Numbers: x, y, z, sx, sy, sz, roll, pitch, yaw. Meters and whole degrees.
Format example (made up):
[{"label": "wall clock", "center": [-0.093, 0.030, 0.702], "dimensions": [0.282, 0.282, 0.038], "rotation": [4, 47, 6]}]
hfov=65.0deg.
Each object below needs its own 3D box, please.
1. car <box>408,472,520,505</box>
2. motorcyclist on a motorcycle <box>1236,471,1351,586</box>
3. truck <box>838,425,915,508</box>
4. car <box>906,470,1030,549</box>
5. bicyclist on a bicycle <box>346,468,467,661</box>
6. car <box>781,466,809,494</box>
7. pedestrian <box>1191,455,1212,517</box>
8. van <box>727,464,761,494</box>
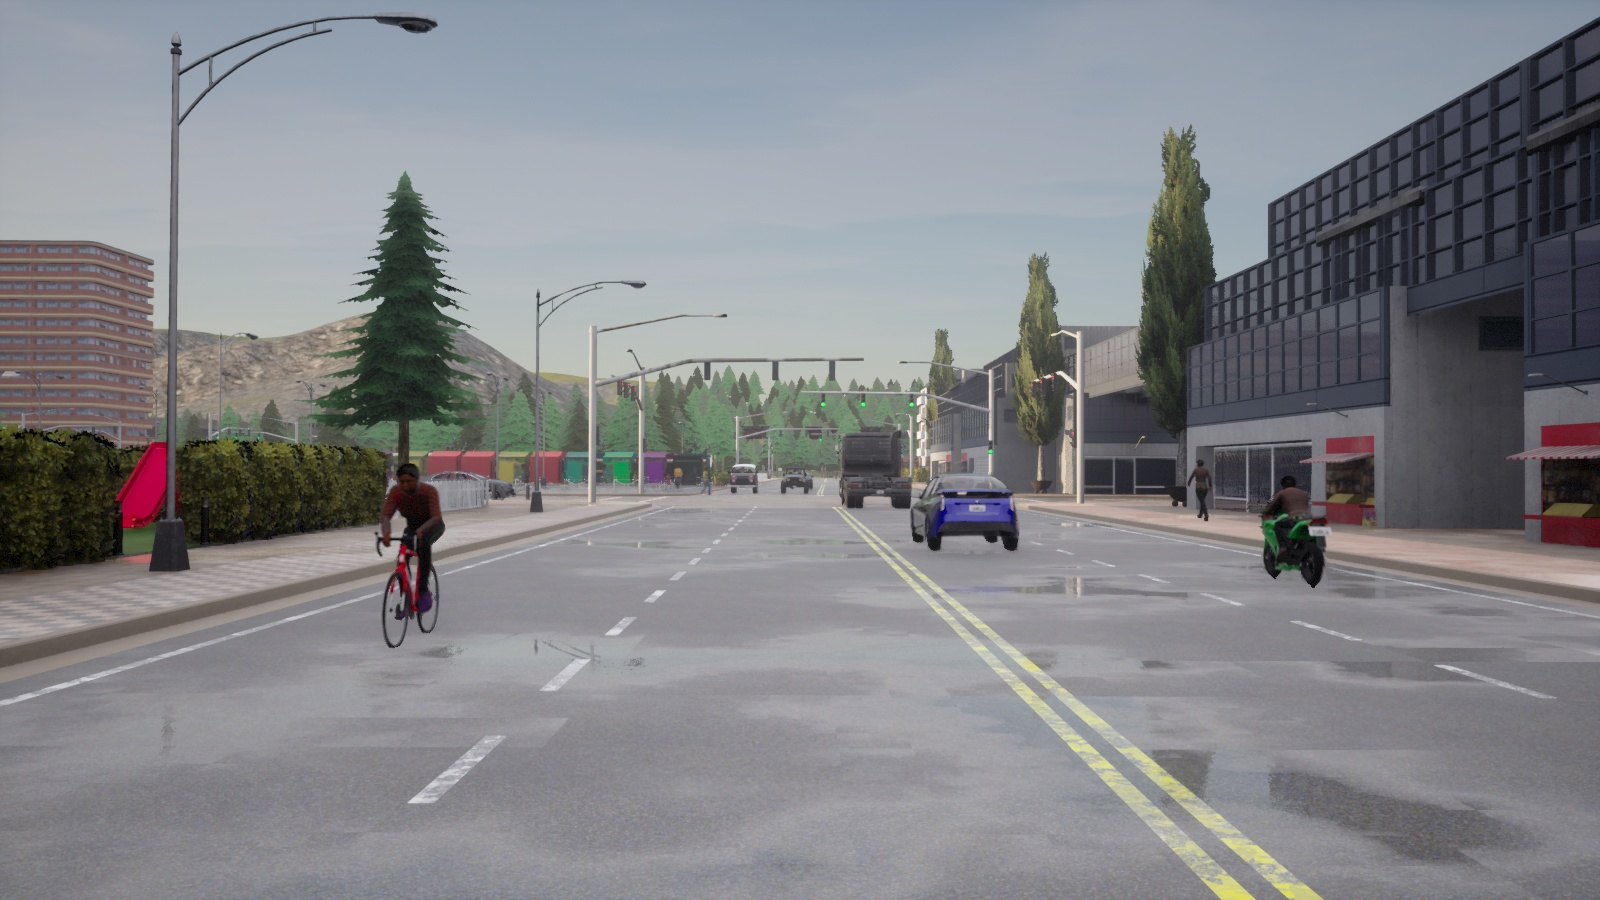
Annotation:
[{"label": "car", "center": [-16.275, 1.858, 61.007], "dimensions": [4.902, 1.511, 2.128], "rotation": [0, -1, 0]}, {"label": "motorcyclist on a motorcycle", "center": [6.956, 1.067, 17.820], "dimensions": [0.797, 1.523, 2.044], "rotation": [0, -1, 0]}, {"label": "truck", "center": [3.318, 0.762, 56.258], "dimensions": [2.891, 3.462, 7.936], "rotation": [0, -1, 0]}, {"label": "car", "center": [3.434, 1.192, 26.526], "dimensions": [2.007, 1.525, 4.514], "rotation": [0, -1, 0]}, {"label": "bicyclist on a bicycle", "center": [-3.528, 0.972, 11.393], "dimensions": [0.582, 1.620, 1.656], "rotation": [0, -1, 0]}, {"label": "car", "center": [-0.334, 2.079, 87.593], "dimensions": [1.905, 1.878, 3.866], "rotation": [0, -1, 1]}, {"label": "pedestrian", "center": [11.755, 1.042, 36.782], "dimensions": [0.328, 1.805, 0.869], "rotation": [0, -1, 0]}, {"label": "van", "center": [-3.841, 2.013, 87.137], "dimensions": [2.069, 2.038, 4.480], "rotation": [0, -1, 1]}]
